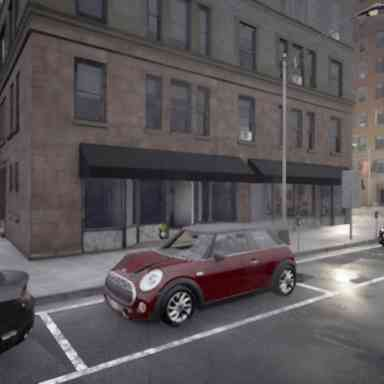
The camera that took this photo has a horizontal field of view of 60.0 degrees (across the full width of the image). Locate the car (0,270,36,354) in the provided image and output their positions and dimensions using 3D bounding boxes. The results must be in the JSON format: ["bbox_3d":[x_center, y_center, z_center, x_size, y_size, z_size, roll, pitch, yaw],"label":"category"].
[{"bbox_3d":[-4.200,1.554,3.765,4.403,1.369,2.008,0,1,-35],"label":"car"}]

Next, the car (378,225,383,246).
[{"bbox_3d":[9.238,1.403,13.303,4.097,1.590,1.967,0,1,-35],"label":"car"}]

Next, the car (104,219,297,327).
[{"bbox_3d":[0.279,1.429,6.944,4.097,1.590,1.967,0,1,-35],"label":"car"}]
